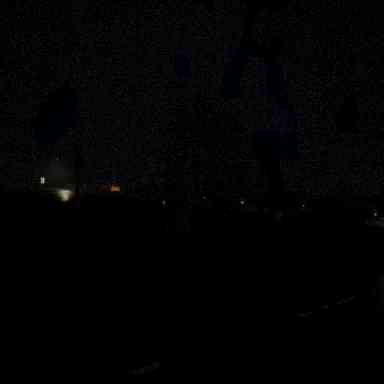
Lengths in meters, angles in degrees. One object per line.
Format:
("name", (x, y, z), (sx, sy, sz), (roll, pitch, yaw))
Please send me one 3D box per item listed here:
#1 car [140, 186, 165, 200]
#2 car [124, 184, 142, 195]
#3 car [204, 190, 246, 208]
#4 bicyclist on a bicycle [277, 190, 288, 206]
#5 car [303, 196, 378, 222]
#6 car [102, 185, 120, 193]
("car", (-4.210, 0.208, 42.394), (2.033, 1.411, 5.357), (0, 2, -35))
("car", (-9.490, -0.450, 54.888), (2.097, 1.767, 4.553), (0, 2, -36))
("car", (3.140, 0.613, 32.057), (2.128, 1.511, 4.902), (0, 2, -35))
("bicyclist on a bicycle", (9.210, 0.666, 33.852), (1.656, 1.620, 0.582), (0, 2, -35))
("car", (9.922, 1.049, 22.530), (2.128, 1.511, 4.902), (0, 2, -35))
("car", (-15.404, -0.662, 63.186), (1.882, 1.535, 5.008), (0, 2, -36))
